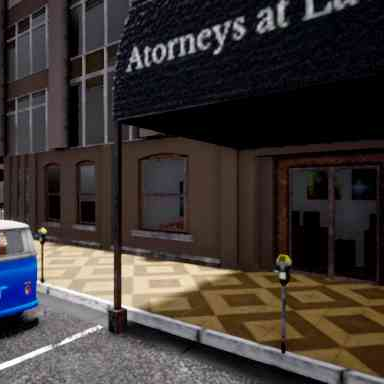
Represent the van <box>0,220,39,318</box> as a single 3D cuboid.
[{"bbox_3d":[-4.509,1.340,6.080,3.998,1.788,1.690,0,0,35],"label":"van"}]
